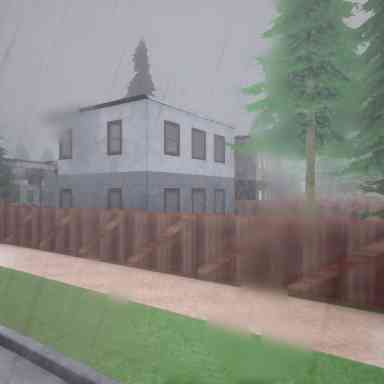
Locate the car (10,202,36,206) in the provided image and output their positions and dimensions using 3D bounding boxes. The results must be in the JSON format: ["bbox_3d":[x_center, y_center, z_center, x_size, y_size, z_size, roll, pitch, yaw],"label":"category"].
[{"bbox_3d":[-15.363,1.582,29.328,1.895,1.301,4.718,0,0,28],"label":"car"}]
